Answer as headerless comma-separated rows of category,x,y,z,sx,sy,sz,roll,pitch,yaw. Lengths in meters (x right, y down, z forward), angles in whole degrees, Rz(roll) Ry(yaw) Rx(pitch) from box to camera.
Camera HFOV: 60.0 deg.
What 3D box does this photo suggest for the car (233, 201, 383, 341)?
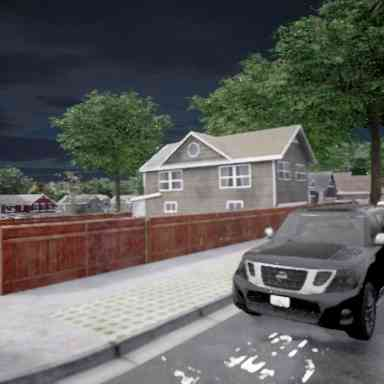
car,3.083,1.341,7.270,2.150,2.045,5.566,-2,-2,39
